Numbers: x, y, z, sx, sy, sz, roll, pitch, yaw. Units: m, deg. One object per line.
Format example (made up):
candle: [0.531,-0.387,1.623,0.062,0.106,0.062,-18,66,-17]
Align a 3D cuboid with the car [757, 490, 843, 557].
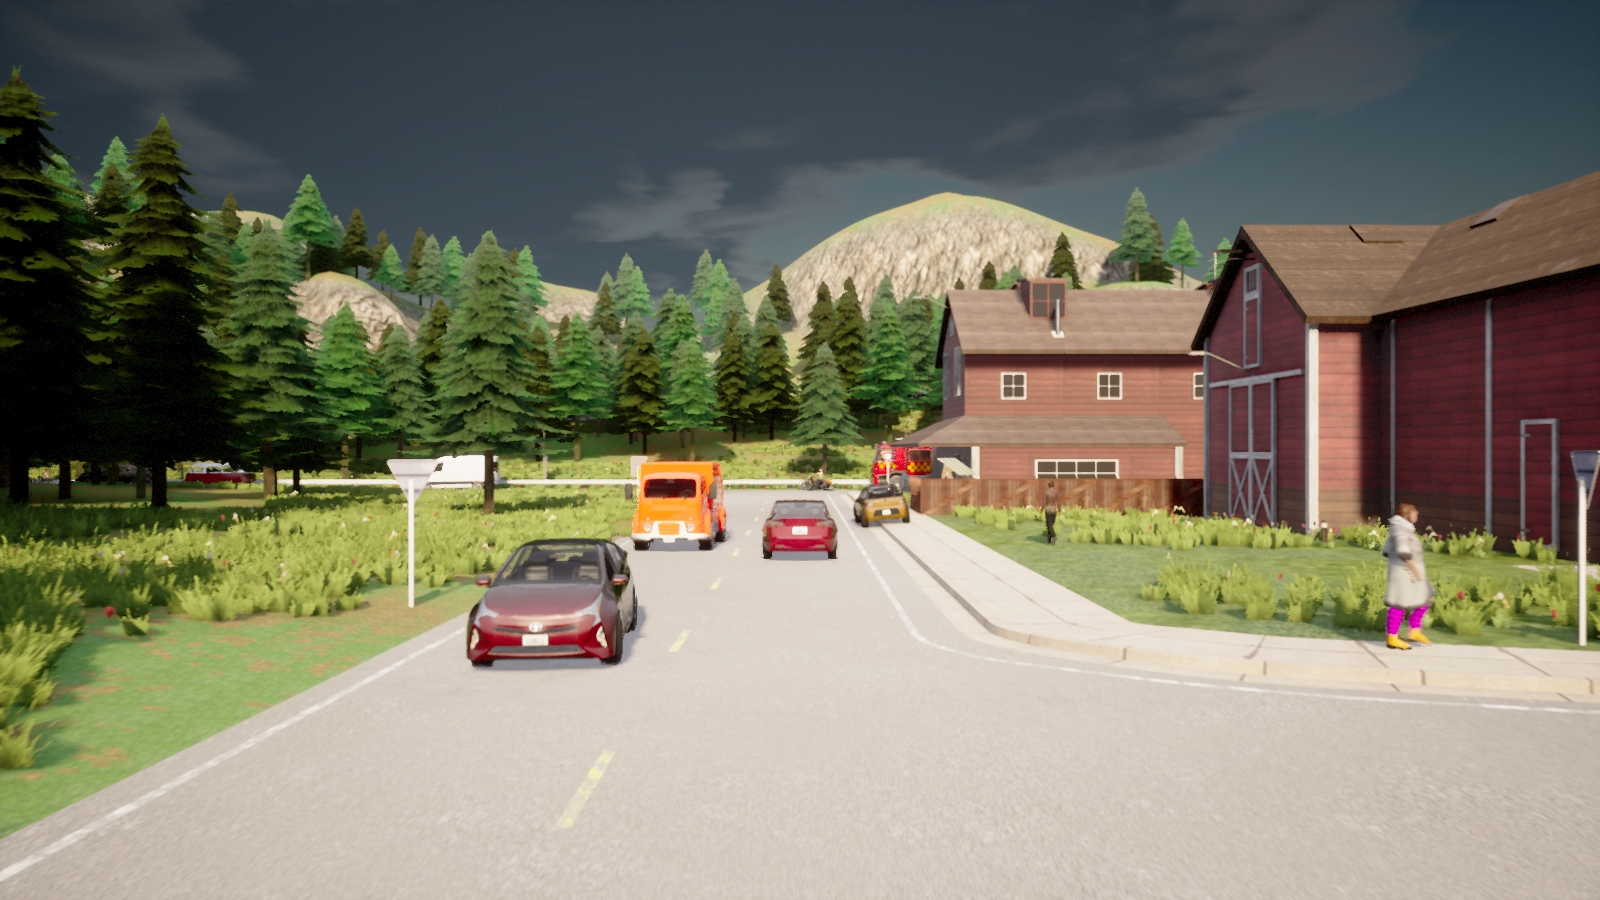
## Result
car: [-0.001,1.919,30.942,2.163,1.488,4.792,0,0,0]

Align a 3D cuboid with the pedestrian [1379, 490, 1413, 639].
pedestrian: [7.628,1.453,14.636,0.375,1.860,0.375,0,0,26]

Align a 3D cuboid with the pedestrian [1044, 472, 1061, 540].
pedestrian: [6.975,1.536,31.596,0.375,1.860,0.375,0,0,-3]

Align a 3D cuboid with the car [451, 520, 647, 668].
car: [-3.351,1.888,16.154,2.007,1.525,4.514,0,0,-3]

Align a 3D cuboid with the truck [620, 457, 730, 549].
truck: [-3.500,1.430,33.132,2.627,2.467,5.204,0,0,0]
